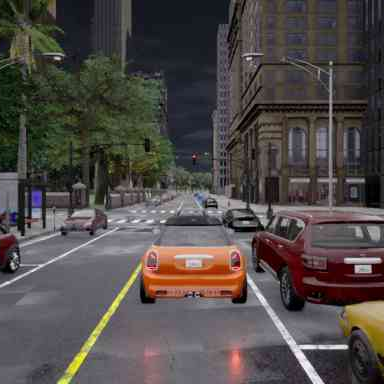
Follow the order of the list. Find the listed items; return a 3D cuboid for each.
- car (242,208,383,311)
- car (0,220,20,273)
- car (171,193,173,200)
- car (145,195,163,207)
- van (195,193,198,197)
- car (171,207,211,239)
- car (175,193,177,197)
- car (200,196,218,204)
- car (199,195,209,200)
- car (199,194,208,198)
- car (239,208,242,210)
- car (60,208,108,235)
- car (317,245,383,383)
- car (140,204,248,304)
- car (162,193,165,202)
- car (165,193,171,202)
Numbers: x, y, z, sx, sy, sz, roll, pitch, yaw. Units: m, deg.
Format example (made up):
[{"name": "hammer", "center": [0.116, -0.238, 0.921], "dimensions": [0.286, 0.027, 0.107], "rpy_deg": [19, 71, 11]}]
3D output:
[{"name": "car", "center": [2.724, 1.314, 7.705], "dimensions": [2.192, 1.841, 5.009], "rpy_deg": [0, 0, 0]}, {"name": "car", "center": [-5.801, 1.438, 7.676], "dimensions": [1.967, 1.590, 4.097], "rpy_deg": [0, 0, 0]}, {"name": "car", "center": [-6.167, 1.258, 77.488], "dimensions": [2.192, 1.841, 5.009], "rpy_deg": [0, 0, 0]}, {"name": "car", "center": [-6.024, 1.525, 50.387], "dimensions": [2.008, 1.369, 4.403], "rpy_deg": [0, 0, 0]}, {"name": "van", "center": [2.330, 1.276, 82.934], "dimensions": [1.690, 1.788, 3.998], "rpy_deg": [0, 0, 0]}, {"name": "car", "center": [-0.030, 1.596, 18.145], "dimensions": [1.895, 1.301, 4.718], "rpy_deg": [0, 0, 0]}, {"name": "car", "center": [-6.252, 1.232, 93.749], "dimensions": [2.192, 1.841, 5.009], "rpy_deg": [0, 0, 0]}, {"name": "car", "center": [2.530, 1.544, 44.992], "dimensions": [1.947, 1.339, 4.313], "rpy_deg": [0, 0, 0]}, {"name": "car", "center": [2.501, 1.540, 50.412], "dimensions": [1.947, 1.339, 4.313], "rpy_deg": [0, 0, 0]}, {"name": "car", "center": [2.472, 1.495, 56.002], "dimensions": [1.752, 1.417, 4.829], "rpy_deg": [0, 0, 0]}, {"name": "car", "center": [2.668, 1.561, 18.555], "dimensions": [1.947, 1.339, 4.313], "rpy_deg": [0, 0, 0]}, {"name": "car", "center": [-5.857, 1.577, 18.528], "dimensions": [1.802, 1.307, 4.206], "rpy_deg": [0, 0, 0]}, {"name": "car", "center": [2.753, 1.525, 2.450], "dimensions": [1.752, 1.417, 4.829], "rpy_deg": [0, 0, 0]}, {"name": "car", "center": [0.033, 1.351, 8.326], "dimensions": [2.097, 1.767, 4.553], "rpy_deg": [0, 0, 0]}, {"name": "car", "center": [-6.053, 1.409, 55.807], "dimensions": [1.967, 1.590, 4.097], "rpy_deg": [0, 0, 0]}, {"name": "car", "center": [-6.138, 1.391, 72.068], "dimensions": [1.967, 1.590, 4.097], "rpy_deg": [0, 0, 0]}]
